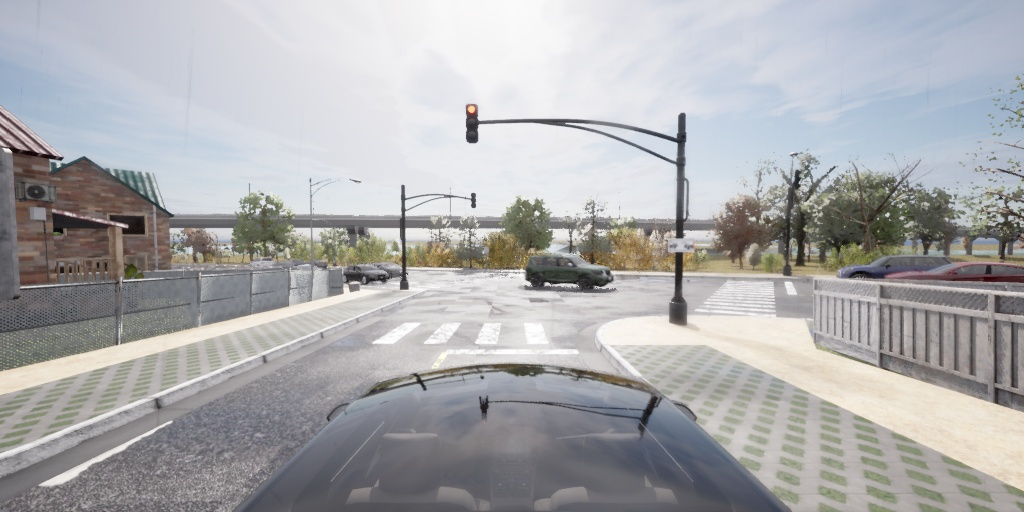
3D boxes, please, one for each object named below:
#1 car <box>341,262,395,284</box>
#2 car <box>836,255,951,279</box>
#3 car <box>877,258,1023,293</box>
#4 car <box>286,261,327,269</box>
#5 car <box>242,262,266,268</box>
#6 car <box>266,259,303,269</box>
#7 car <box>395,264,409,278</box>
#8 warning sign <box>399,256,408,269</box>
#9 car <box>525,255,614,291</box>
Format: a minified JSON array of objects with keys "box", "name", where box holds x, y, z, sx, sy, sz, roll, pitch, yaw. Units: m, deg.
[{"box":[-12.199,1.466,29.595,4.892,1.490,1.837,0,2,36],"name":"car"},{"box":[19.830,0.755,18.579,4.553,1.767,2.097,0,2,36],"name":"car"},{"box":[19.184,0.981,15.037,5.008,1.535,1.882,0,2,36],"name":"car"},{"box":[-19.952,1.550,35.244,4.674,1.442,1.812,0,2,36],"name":"car"},{"box":[-32.172,1.729,44.158,4.718,1.301,1.895,-1,2,36],"name":"car"},{"box":[-29.133,1.512,45.955,4.892,1.490,1.837,-1,2,36],"name":"car"},{"box":[-11.563,1.352,33.148,4.902,1.511,2.128,0,2,36],"name":"car"},{"box":[-14.236,0.719,46.795,1.060,1.860,1.300,0,0,36],"name":"warning sign"},{"box":[3.394,0.957,22.255,5.566,2.045,2.150,0,2,36],"name":"car"}]
